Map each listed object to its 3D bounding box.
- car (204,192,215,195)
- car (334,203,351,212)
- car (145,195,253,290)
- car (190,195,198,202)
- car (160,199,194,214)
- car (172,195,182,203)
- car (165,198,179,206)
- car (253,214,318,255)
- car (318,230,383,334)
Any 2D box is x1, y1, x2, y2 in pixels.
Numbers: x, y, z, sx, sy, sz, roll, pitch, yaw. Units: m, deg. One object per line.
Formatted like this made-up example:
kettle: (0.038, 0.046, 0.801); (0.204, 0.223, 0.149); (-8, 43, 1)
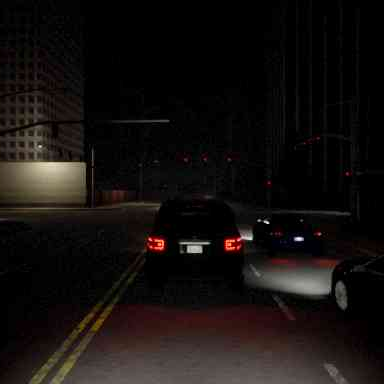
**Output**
car: (3.919, 1.083, 73.889); (2.150, 2.045, 5.566); (0, 0, 0)
car: (18.256, 1.545, 36.603); (4.718, 1.301, 1.895); (0, 0, 0)
car: (0.094, 1.221, 9.226); (2.150, 2.045, 5.566); (0, 0, 1)
car: (0.419, 1.358, 73.879); (1.837, 1.490, 4.892); (0, 0, 0)
car: (-1.746, 1.522, 37.178); (2.033, 1.411, 5.357); (0, 0, -23)
car: (-3.103, 1.453, 70.079); (1.837, 1.490, 4.892); (0, 0, 0)
car: (-3.276, 1.601, 55.029); (1.895, 1.301, 4.718); (0, 0, 0)
car: (3.644, 1.564, 13.267); (1.994, 1.385, 4.181); (0, 0, 1)
car: (3.622, 1.503, 4.593); (1.837, 1.490, 4.892); (0, 0, 0)
